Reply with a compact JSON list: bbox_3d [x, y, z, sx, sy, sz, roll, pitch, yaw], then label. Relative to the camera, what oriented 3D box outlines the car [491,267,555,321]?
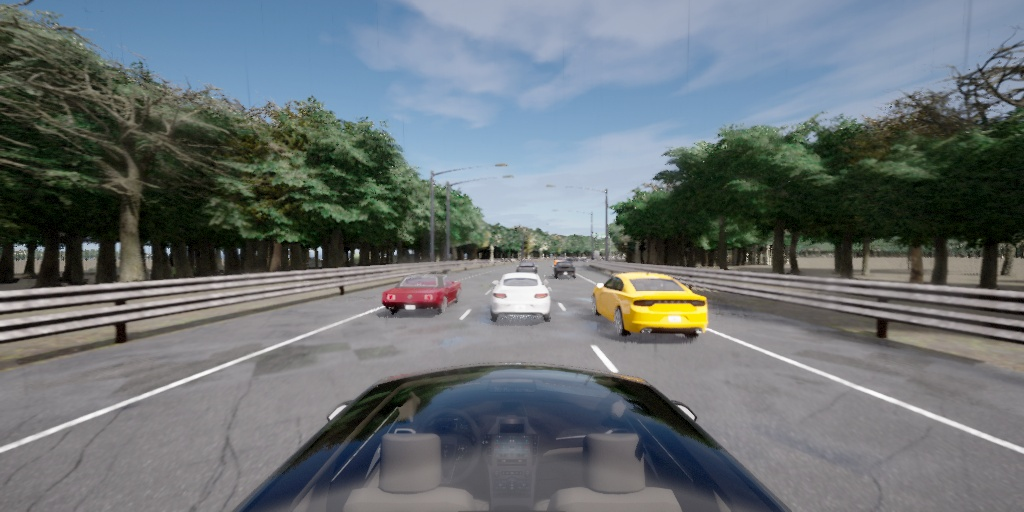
[{"bbox_3d":[0.300,1.276,12.348,1.812,1.442,4.674,0,0,2],"label":"car"}]

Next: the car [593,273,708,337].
[{"bbox_3d":[3.634,1.230,10.341,1.882,1.535,5.008,0,0,1],"label":"car"}]

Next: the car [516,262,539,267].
[{"bbox_3d":[1.407,1.240,32.687,2.128,1.511,4.902,0,0,4],"label":"car"}]

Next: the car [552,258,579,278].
[{"bbox_3d":[4.887,1.250,33.787,1.837,1.490,4.892,0,0,5],"label":"car"}]

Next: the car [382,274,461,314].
[{"bbox_3d":[-3.169,1.348,13.662,1.895,1.301,4.718,0,0,2],"label":"car"}]
